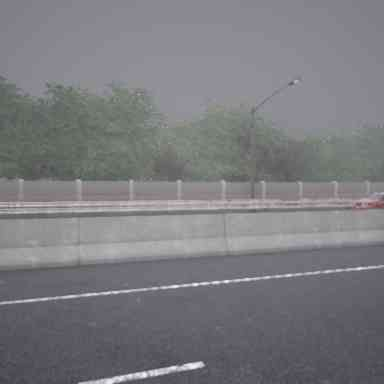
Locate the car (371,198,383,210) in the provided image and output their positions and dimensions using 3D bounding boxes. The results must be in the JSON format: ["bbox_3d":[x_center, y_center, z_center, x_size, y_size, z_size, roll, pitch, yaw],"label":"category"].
[{"bbox_3d":[17.469,1.399,26.565,5.357,1.411,2.033,0,0,-17],"label":"car"}]

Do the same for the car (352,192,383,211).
[{"bbox_3d":[17.286,1.061,30.169,5.566,2.045,2.150,0,0,-17],"label":"car"}]
